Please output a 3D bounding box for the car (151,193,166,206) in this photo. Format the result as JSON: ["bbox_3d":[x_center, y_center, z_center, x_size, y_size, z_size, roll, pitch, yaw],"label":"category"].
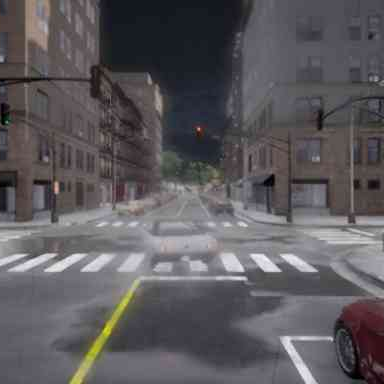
[{"bbox_3d":[-5.226,1.100,46.111,2.192,1.841,5.009,0,0,0],"label":"car"}]

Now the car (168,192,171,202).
[{"bbox_3d":[-5.179,1.176,57.075,1.967,1.590,4.097,0,0,0],"label":"car"}]

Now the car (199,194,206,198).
[{"bbox_3d":[3.016,1.146,95.417,1.802,1.307,4.206,0,0,0],"label":"car"}]

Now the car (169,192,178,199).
[{"bbox_3d":[-5.037,0.903,89.966,2.192,1.841,5.009,0,0,0],"label":"car"}]

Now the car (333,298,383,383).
[{"bbox_3d":[2.649,1.569,2.627,1.802,1.307,4.206,0,0,0],"label":"car"}]

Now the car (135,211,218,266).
[{"bbox_3d":[-0.714,1.543,11.369,1.895,1.301,4.718,0,0,-14],"label":"car"}]

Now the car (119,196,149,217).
[{"bbox_3d":[-5.298,1.387,29.497,1.752,1.417,4.829,0,0,0],"label":"car"}]

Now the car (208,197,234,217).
[{"bbox_3d":[2.756,1.412,29.635,2.008,1.369,4.403,0,0,0],"label":"car"}]

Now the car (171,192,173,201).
[{"bbox_3d":[-5.156,1.261,62.558,2.008,1.369,4.403,0,0,0],"label":"car"}]

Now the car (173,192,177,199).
[{"bbox_3d":[-5.108,0.976,73.521,2.192,1.841,5.009,0,0,0],"label":"car"}]

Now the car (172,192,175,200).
[{"bbox_3d":[-5.132,1.252,68.040,1.947,1.339,4.313,0,0,0],"label":"car"}]

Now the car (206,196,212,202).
[{"bbox_3d":[2.777,1.381,35.116,1.887,1.381,4.507,0,0,0],"label":"car"}]

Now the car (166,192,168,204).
[{"bbox_3d":[-5.203,1.201,51.594,1.967,1.590,4.097,0,0,0],"label":"car"}]

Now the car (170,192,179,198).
[{"bbox_3d":[-5.014,0.878,95.449,2.192,1.841,5.009,0,0,0],"label":"car"}]

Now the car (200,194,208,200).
[{"bbox_3d":[2.973,1.157,84.453,1.887,1.381,4.507,0,0,0],"label":"car"}]

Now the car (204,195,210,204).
[{"bbox_3d":[2.799,1.362,40.598,2.008,1.369,4.403,0,0,0],"label":"car"}]

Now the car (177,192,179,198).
[{"bbox_3d":[-5.061,1.194,84.486,1.802,1.307,4.206,0,0,0],"label":"car"}]

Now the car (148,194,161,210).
[{"bbox_3d":[-5.251,1.337,40.460,1.752,1.417,4.829,0,0,0],"label":"car"}]

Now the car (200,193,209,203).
[{"bbox_3d":[2.864,1.287,57.044,2.008,1.369,4.403,0,0,0],"label":"car"}]
